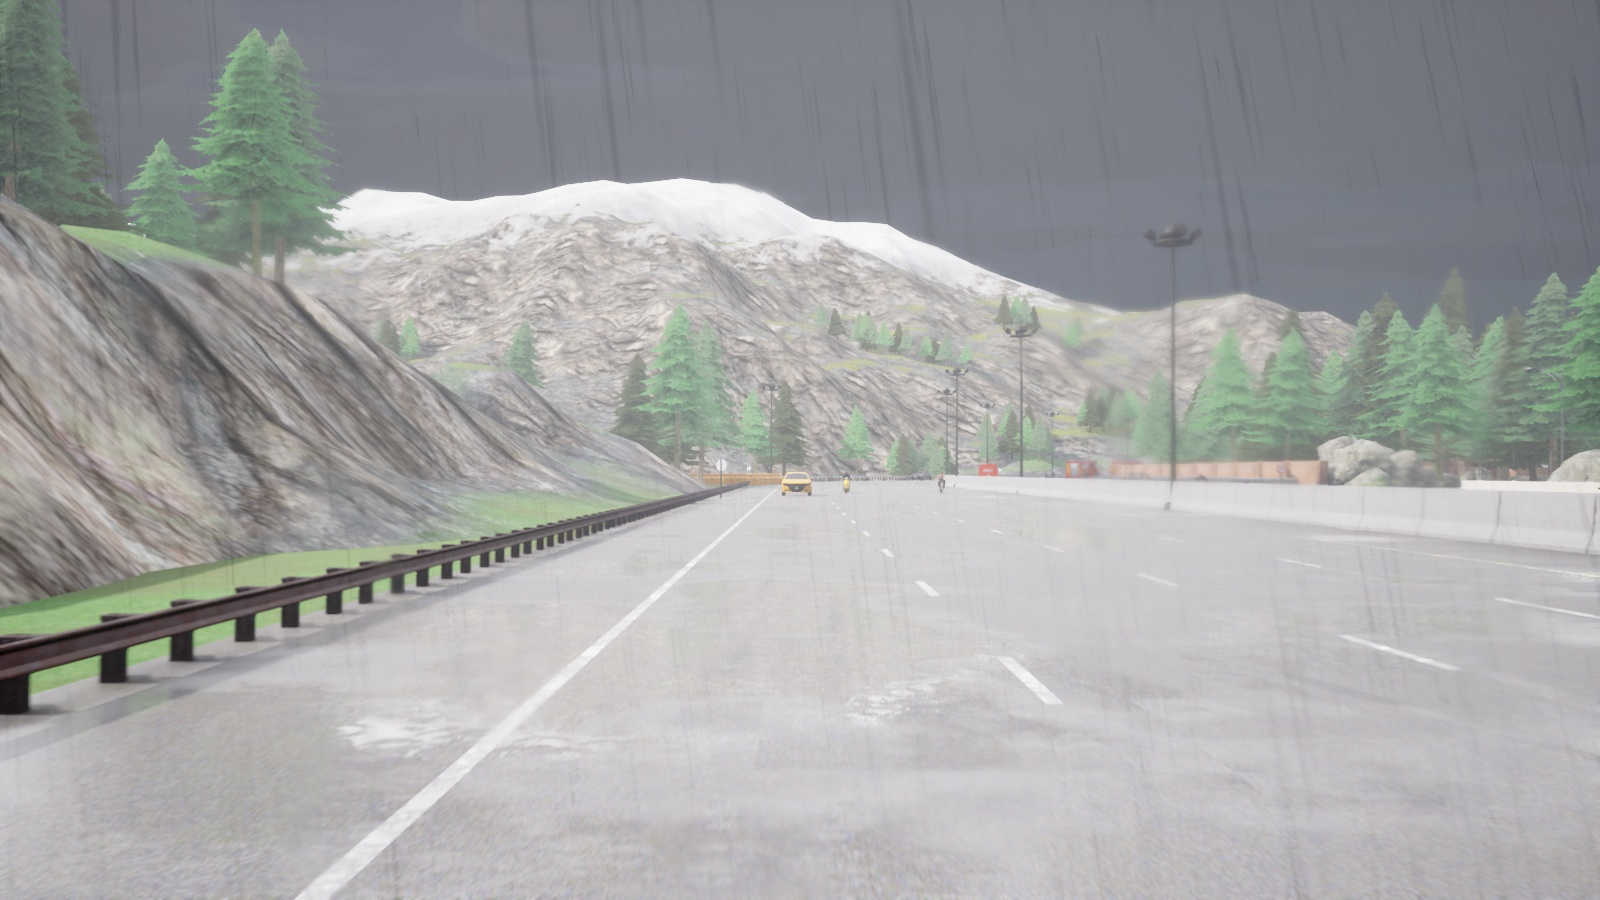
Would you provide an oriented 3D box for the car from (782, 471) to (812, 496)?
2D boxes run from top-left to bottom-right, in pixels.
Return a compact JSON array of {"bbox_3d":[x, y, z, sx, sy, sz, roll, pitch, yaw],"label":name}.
[{"bbox_3d":[-0.193,2.128,79.731,1.882,1.535,5.008,0,-1,0],"label":"car"}]

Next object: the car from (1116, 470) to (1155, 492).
[{"bbox_3d":[24.280,2.224,91.055,1.789,1.549,3.705,0,0,0],"label":"car"}]
